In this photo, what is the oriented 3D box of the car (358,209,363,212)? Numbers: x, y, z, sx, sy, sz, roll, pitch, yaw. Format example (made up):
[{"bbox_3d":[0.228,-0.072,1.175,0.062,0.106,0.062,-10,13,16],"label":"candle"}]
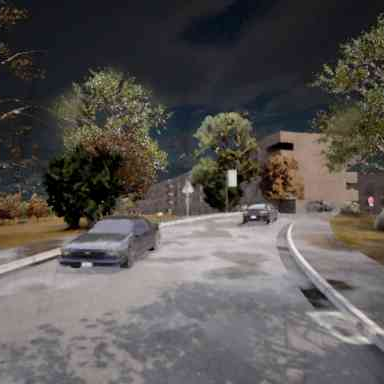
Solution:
[{"bbox_3d":[22.841,3.039,47.955,5.357,1.411,2.033,5,-6,-30],"label":"car"}]

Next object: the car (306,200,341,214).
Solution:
[{"bbox_3d":[14.506,1.697,37.214,2.128,1.511,4.902,-4,-7,44],"label":"car"}]

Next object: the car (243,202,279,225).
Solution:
[{"bbox_3d":[4.883,1.438,23.486,1.812,1.442,4.674,-2,0,24],"label":"car"}]

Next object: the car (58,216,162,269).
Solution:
[{"bbox_3d":[-2.445,1.564,11.520,2.033,1.411,5.357,-1,0,8],"label":"car"}]
